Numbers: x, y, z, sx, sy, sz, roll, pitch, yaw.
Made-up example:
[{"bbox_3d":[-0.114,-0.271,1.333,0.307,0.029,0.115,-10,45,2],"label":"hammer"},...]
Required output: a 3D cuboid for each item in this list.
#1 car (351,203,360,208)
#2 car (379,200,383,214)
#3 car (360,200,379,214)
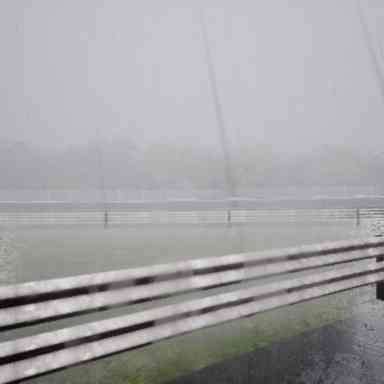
[{"bbox_3d":[21.320,1.619,38.282,5.357,1.411,2.033,-1,0,4],"label":"car"},{"bbox_3d":[20.886,1.622,31.295,5.008,1.535,1.882,-1,0,4],"label":"car"},{"bbox_3d":[21.103,1.653,34.789,5.357,1.411,2.033,-1,0,4],"label":"car"}]
